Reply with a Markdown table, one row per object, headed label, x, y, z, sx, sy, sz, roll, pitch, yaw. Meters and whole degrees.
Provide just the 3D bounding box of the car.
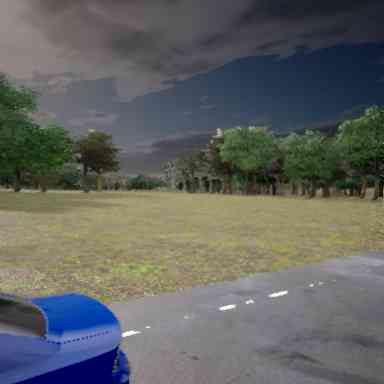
| label | x | y | z | sx | sy | sz | roll | pitch | yaw |
| --- | --- | --- | --- | --- | --- | --- | --- | --- | --- |
| car | -2.849 | 1.472 | 1.957 | 5.008 | 1.535 | 1.882 | 0 | 0 | -35 |
